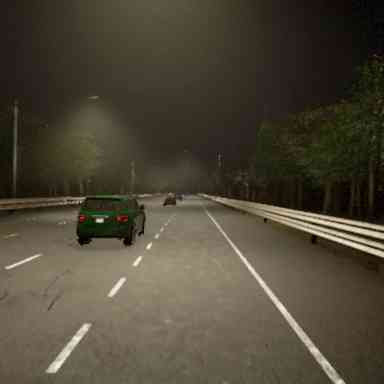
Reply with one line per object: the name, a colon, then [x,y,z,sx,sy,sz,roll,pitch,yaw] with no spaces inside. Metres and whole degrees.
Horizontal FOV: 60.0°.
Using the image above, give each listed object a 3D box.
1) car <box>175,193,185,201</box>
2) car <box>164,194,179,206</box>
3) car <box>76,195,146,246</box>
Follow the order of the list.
car: [-3.540,1.242,84.037,2.150,2.045,5.566,1,0,0]
car: [-3.523,1.504,54.333,1.812,1.442,4.674,1,0,0]
car: [-3.485,1.170,15.238,2.150,2.045,5.566,1,0,0]
